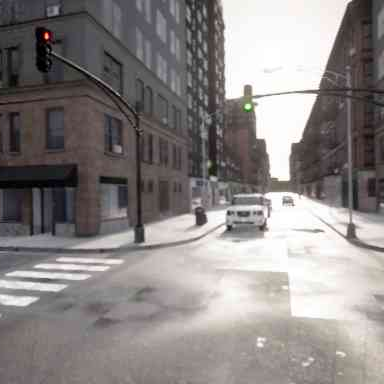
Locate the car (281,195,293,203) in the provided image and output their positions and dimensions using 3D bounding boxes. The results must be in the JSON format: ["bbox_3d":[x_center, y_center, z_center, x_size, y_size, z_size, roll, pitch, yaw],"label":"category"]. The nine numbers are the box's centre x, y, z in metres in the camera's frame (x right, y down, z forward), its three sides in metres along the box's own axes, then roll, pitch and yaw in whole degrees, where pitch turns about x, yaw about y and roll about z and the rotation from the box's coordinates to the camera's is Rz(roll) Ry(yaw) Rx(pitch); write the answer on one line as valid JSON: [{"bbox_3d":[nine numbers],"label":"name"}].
[{"bbox_3d":[16.816,1.236,59.197,1.895,1.301,4.718,-1,0,15],"label":"car"}]

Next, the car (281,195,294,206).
[{"bbox_3d":[14.141,1.246,49.173,2.033,1.411,5.357,-1,0,15],"label":"car"}]

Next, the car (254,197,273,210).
[{"bbox_3d":[8.748,1.353,40.327,2.033,1.411,5.357,-1,0,15],"label":"car"}]

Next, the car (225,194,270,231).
[{"bbox_3d":[3.455,1.143,20.472,2.150,2.045,5.566,-1,0,15],"label":"car"}]

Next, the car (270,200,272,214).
[{"bbox_3d":[6.101,1.216,30.390,2.097,1.767,4.553,-1,0,15],"label":"car"}]
